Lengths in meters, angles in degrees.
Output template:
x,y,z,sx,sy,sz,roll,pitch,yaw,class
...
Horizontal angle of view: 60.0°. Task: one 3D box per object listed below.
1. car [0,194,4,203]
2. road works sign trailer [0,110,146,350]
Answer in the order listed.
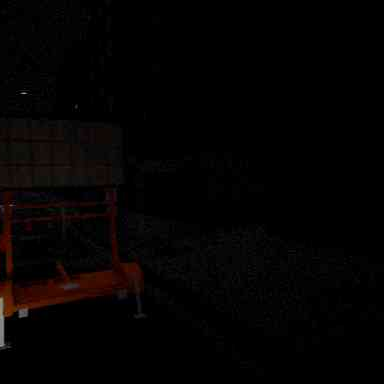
x,y,z,sx,sy,sz,roll,pitch,yaw,class
-27.353,1.045,47.564,1.812,1.442,4.674,-3,2,-28,car
-2.454,0.346,6.301,2.380,3.560,2.880,-3,2,-28,road works sign trailer
